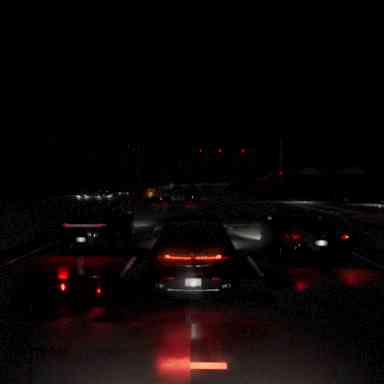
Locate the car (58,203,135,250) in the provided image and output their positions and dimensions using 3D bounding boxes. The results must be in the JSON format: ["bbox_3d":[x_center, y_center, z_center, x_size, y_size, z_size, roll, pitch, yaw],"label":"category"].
[{"bbox_3d":[-3.428,1.178,12.711,2.128,1.511,4.902,0,2,0],"label":"car"}]

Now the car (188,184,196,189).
[{"bbox_3d":[-0.074,-1.551,91.477,2.033,1.411,5.357,0,2,0],"label":"car"}]

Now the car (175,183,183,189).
[{"bbox_3d":[-3.574,-1.566,91.473,2.128,1.511,4.902,0,2,0],"label":"car"}]

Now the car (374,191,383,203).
[{"bbox_3d":[21.347,0.566,32.577,5.357,1.411,2.033,0,2,2],"label":"car"}]

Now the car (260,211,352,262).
[{"bbox_3d":[3.564,1.307,11.111,1.994,1.385,4.181,0,2,0],"label":"car"}]

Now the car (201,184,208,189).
[{"bbox_3d":[3.426,-1.497,91.511,1.895,1.301,4.718,0,2,0],"label":"car"}]

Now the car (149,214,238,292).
[{"bbox_3d":[0.051,1.331,8.512,1.837,1.490,4.892,0,2,1],"label":"car"}]

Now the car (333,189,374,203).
[{"bbox_3d":[17.943,0.387,36.207,4.902,1.511,2.128,0,2,2],"label":"car"}]

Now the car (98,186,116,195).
[{"bbox_3d":[-14.120,-0.245,55.192,1.837,1.490,4.892,0,2,0],"label":"car"}]

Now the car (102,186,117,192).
[{"bbox_3d":[-17.557,-0.685,70.828,1.895,1.301,4.718,0,2,0],"label":"car"}]

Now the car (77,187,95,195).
[{"bbox_3d":[-17.616,-0.191,55.340,1.994,1.385,4.181,0,2,0],"label":"car"}]

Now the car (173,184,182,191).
[{"bbox_3d":[-3.565,-1.099,81.063,2.033,1.411,5.357,0,2,0],"label":"car"}]

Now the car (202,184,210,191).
[{"bbox_3d":[3.435,-1.164,81.067,1.882,1.535,5.008,0,2,0],"label":"car"}]

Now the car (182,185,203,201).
[{"bbox_3d":[0.067,0.241,40.878,1.837,1.490,4.892,0,2,0],"label":"car"}]

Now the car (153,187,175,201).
[{"bbox_3d":[-3.432,0.394,39.215,1.895,1.301,4.718,0,2,0],"label":"car"}]

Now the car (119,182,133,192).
[{"bbox_3d":[-14.057,-1.053,70.789,2.150,2.045,5.566,0,2,0],"label":"car"}]
